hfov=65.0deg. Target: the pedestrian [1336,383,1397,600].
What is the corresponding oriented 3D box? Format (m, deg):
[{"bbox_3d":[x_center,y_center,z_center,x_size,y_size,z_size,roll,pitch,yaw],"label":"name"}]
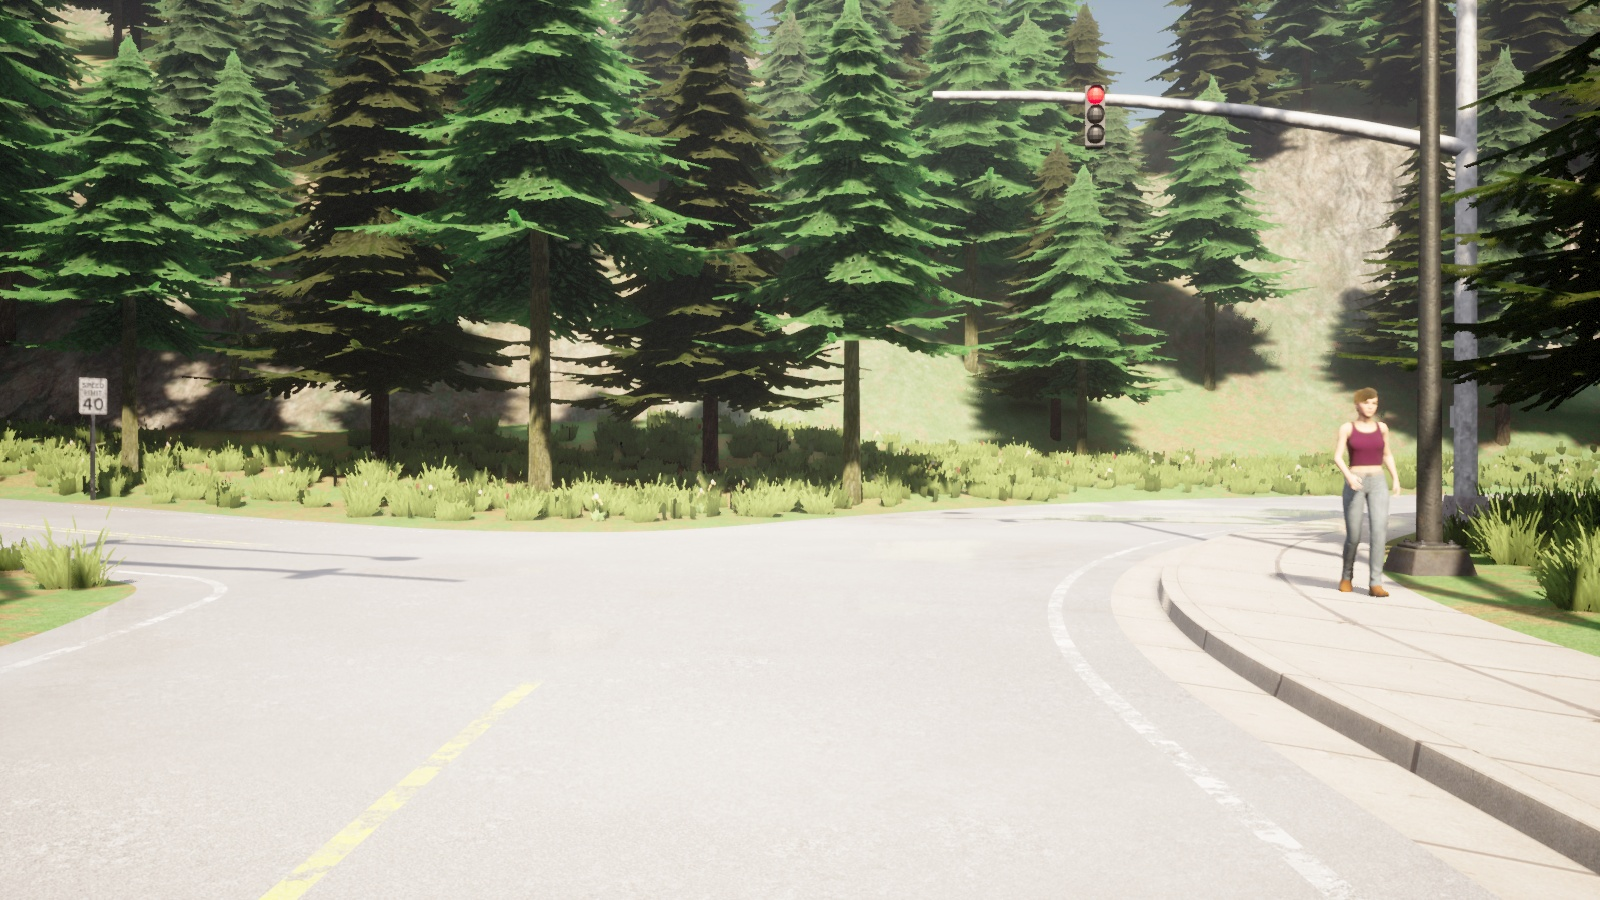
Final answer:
[{"bbox_3d":[4.940,0.351,10.963,0.345,1.836,0.594,0,0,10],"label":"pedestrian"}]
